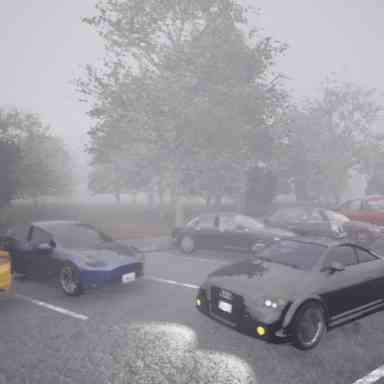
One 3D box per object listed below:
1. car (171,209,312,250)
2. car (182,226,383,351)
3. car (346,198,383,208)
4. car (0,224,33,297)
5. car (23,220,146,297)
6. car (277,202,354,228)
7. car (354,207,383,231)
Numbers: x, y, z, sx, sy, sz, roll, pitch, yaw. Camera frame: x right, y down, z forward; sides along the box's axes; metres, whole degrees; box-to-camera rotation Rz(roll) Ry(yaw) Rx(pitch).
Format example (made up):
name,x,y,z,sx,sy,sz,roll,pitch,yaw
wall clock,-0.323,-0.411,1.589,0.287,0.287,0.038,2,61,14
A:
name,x,y,z,sx,sy,sz,roll,pitch,yaw
car,1.476,1.522,12.178,4.892,1.521,2.231,-1,-1,35
car,2.148,1.584,6.251,4.181,1.385,1.994,0,0,-35
car,8.813,1.317,17.211,5.566,2.045,2.435,-1,-1,36
car,-5.821,1.482,7.050,5.008,1.535,2.097,-1,-1,34
car,-3.370,1.524,8.752,4.792,1.488,2.163,-1,-1,35
car,3.948,1.410,13.832,4.553,1.767,2.185,-1,-1,35
car,6.380,1.591,15.532,4.674,1.452,2.002,-1,-1,36
